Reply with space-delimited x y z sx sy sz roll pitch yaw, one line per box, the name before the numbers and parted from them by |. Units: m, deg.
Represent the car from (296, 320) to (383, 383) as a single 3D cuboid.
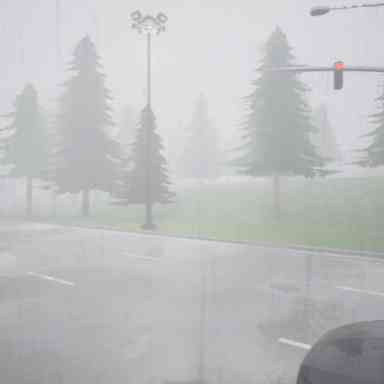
car | 3.073 1.506 1.800 4.892 1.490 1.837 0 0 35
